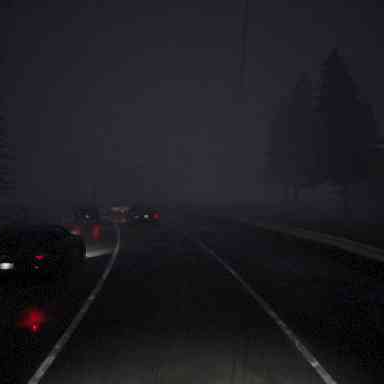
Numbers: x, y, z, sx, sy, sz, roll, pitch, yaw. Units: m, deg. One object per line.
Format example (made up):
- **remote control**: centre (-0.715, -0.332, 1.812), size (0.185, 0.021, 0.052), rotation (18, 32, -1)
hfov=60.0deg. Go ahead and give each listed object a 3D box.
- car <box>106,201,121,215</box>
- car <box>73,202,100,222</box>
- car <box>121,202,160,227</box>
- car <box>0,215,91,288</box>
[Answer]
- **car**: centre (-7.428, 1.599, 33.565), size (1.895, 1.301, 4.718), rotation (0, 0, -23)
- **car**: centre (-8.139, 1.532, 25.781), size (1.812, 1.442, 4.674), rotation (0, 0, -18)
- **car**: centre (-3.458, 1.541, 22.682), size (2.033, 1.411, 5.357), rotation (0, 0, -16)
- **car**: centre (-4.270, 1.570, 9.187), size (1.994, 1.385, 4.181), rotation (0, 0, -7)
